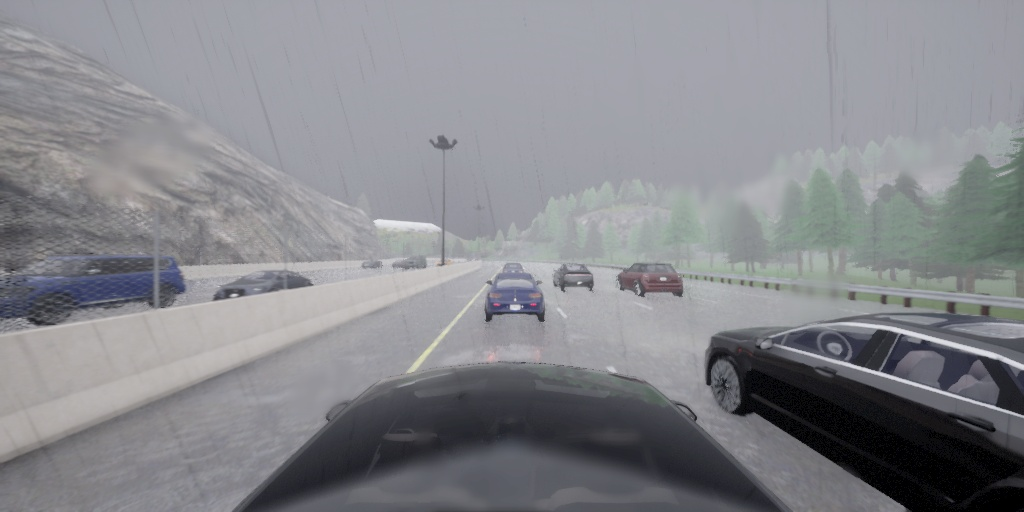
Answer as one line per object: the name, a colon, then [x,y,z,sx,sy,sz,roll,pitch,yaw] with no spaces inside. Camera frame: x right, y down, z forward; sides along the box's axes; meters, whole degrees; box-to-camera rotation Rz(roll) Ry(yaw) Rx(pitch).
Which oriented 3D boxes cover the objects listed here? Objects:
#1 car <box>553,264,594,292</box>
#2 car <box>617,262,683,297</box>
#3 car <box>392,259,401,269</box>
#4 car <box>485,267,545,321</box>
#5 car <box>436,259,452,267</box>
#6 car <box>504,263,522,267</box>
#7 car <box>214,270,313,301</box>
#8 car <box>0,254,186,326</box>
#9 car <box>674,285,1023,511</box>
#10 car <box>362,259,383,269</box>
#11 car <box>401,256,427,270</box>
car: [3.594,1.235,21.517,2.128,1.511,4.902,0,0,0]
car: [7.093,1.096,18.926,2.097,1.767,4.553,0,0,0]
car: [-17.622,1.258,57.124,1.812,1.442,4.674,0,0,0]
car: [0.083,1.272,12.357,1.812,1.442,4.674,0,0,0]
car: [-10.636,1.210,56.531,1.882,1.535,5.008,0,0,0]
car: [0.091,1.288,30.607,2.033,1.411,5.357,0,0,0]
car: [-10.603,1.310,15.691,1.994,1.385,4.181,0,0,0]
car: [-14.104,0.967,11.986,2.150,2.045,5.566,0,0,0]
car: [3.598,1.241,3.071,2.128,1.511,4.902,0,0,0]
car: [-21.086,1.224,54.316,2.128,1.511,4.902,0,0,0]
car: [-14.090,0.955,53.014,2.150,2.045,5.566,0,0,0]
